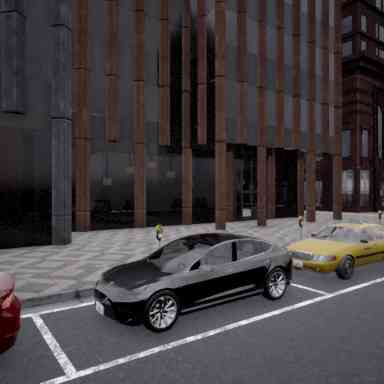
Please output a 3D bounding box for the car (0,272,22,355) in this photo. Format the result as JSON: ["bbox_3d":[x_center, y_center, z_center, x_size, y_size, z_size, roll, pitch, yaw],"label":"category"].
[{"bbox_3d":[-4.357,1.545,3.547,4.507,1.381,1.887,0,0,-35],"label":"car"}]

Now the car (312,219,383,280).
[{"bbox_3d":[4.695,1.526,9.976,4.829,1.417,1.752,0,0,-35],"label":"car"}]

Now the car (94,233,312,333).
[{"bbox_3d":[0.238,1.566,6.811,4.313,1.339,1.947,0,0,-35],"label":"car"}]
